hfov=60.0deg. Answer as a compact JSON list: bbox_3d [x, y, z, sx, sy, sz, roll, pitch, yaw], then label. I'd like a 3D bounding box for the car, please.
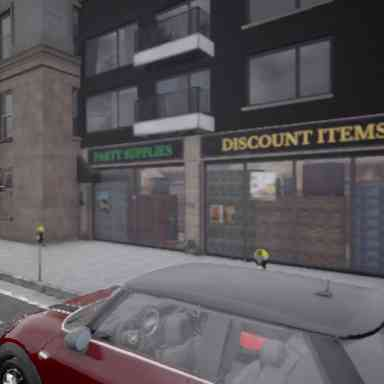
[{"bbox_3d":[-0.095,1.425,3.129,4.097,1.590,1.967,0,0,35],"label":"car"}]
